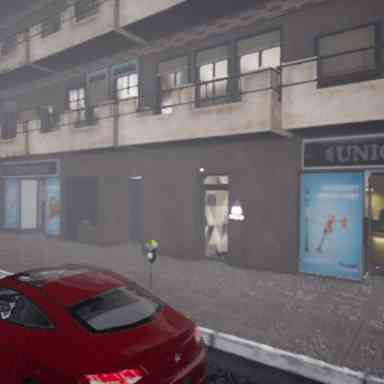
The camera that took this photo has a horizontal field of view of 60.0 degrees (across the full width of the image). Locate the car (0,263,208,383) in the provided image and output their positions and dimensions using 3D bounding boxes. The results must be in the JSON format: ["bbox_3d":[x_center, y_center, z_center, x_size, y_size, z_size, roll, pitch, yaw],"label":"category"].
[{"bbox_3d":[-1.783,1.578,4.136,4.206,1.307,1.802,0,1,35],"label":"car"}]
